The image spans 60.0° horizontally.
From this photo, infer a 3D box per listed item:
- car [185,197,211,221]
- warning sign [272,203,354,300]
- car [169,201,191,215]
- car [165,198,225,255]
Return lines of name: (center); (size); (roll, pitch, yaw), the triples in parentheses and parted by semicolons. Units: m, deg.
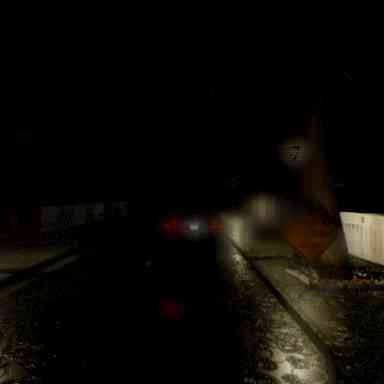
car: (0.700, 1.555, 31.736); (2.150, 2.045, 5.566); (0, -1, 4)
warning sign: (2.500, 1.181, 7.065); (1.300, 1.860, 1.060); (-1, -2, 0)
car: (-1.364, 1.920, 40.249); (1.882, 1.535, 5.008); (0, -1, 8)
car: (0.106, 1.357, 14.022); (2.150, 2.045, 5.566); (0, -1, 0)
